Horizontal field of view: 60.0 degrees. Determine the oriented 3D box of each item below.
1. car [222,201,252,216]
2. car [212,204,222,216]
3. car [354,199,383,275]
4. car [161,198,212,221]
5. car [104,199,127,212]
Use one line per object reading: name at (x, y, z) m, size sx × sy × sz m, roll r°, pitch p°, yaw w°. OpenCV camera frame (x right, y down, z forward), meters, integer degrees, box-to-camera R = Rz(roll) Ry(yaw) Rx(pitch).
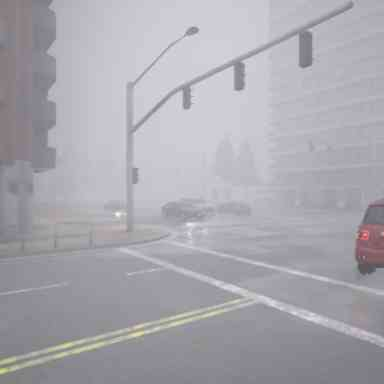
car at (3.921, 1.560, 33.023) m, size 1.994 × 1.385 × 4.181 m, roll 0°, pitch 0°, yaw -35°
car at (0.332, 1.349, 31.766) m, size 2.097 × 1.767 × 4.553 m, roll 0°, pitch 0°, yaw -35°
car at (6.493, 1.222, 9.661) m, size 2.150 × 2.045 × 5.566 m, roll 1°, pitch 1°, yaw 42°
car at (-0.792, 1.502, 27.274) m, size 1.837 × 1.490 × 4.892 m, roll 0°, pitch 0°, yaw -35°
car at (-8.734, 1.561, 38.670) m, size 1.994 × 1.385 × 4.181 m, roll 0°, pitch 0°, yaw -35°
